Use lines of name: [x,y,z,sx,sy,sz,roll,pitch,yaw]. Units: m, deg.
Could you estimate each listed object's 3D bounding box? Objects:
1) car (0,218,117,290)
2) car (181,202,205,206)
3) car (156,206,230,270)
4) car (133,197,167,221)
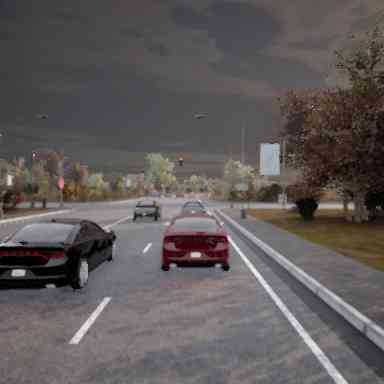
car: [-3.403,1.439,9.011,1.882,1.535,5.008,0,0,0]
car: [0.093,1.450,26.771,1.994,1.385,4.181,0,0,0]
car: [0.097,1.431,10.891,1.882,1.535,5.008,0,0,0]
car: [-3.406,1.379,26.179,2.128,1.511,4.902,0,0,0]
